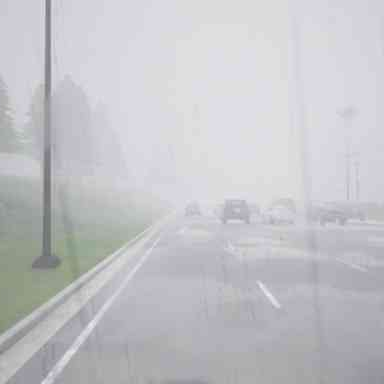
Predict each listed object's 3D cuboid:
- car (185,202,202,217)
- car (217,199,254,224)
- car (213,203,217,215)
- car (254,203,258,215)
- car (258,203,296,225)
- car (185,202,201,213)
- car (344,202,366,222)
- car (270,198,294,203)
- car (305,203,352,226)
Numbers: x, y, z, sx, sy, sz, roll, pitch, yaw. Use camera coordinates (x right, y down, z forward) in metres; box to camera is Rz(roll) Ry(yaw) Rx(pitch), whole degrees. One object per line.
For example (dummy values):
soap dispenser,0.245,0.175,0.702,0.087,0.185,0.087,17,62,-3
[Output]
car,0.117,2.030,37.039,2.033,1.411,5.357,0,-1,0
car,3.559,1.591,28.316,2.150,2.045,5.566,0,-1,1
car,3.573,2.061,41.082,1.812,1.442,4.674,0,-1,0
car,7.098,2.015,41.293,1.882,1.535,5.008,0,-1,0
car,7.101,1.886,27.565,1.812,1.442,4.674,0,-1,0
car,0.112,2.171,47.858,2.033,1.411,5.357,0,-1,-2
car,14.107,1.755,30.967,2.097,1.767,4.553,0,-1,0
car,10.598,1.736,39.404,2.150,2.045,5.566,0,0,0
car,10.605,1.854,26.721,1.837,1.490,4.892,0,-1,0
